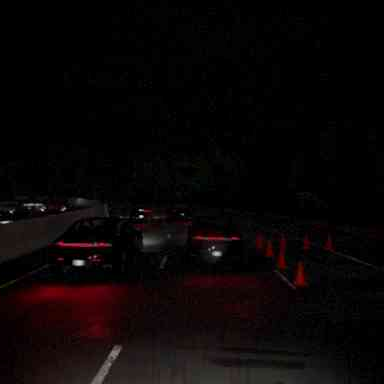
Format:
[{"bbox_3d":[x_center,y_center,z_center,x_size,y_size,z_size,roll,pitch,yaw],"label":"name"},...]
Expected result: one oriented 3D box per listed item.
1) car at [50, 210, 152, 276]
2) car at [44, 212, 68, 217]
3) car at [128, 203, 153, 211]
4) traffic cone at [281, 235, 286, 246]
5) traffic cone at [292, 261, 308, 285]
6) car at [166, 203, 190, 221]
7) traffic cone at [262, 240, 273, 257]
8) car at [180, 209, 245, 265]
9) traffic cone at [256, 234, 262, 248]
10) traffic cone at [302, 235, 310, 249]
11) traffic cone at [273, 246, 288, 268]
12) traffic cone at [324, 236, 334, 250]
[{"bbox_3d":[-2.757,1.540,10.560,2.128,1.511,4.902,1,-1,0],"label":"car"},{"bbox_3d":[-11.877,1.397,29.343,2.097,1.767,4.553,1,-1,-12],"label":"car"},{"bbox_3d":[-4.435,1.698,28.691,1.837,1.490,4.892,2,-1,-10],"label":"car"},{"bbox_3d":[4.022,2.186,14.654,0.340,0.580,0.340,1,-1,2],"label":"traffic cone"},{"bbox_3d":[2.829,2.102,8.689,0.340,0.580,0.340,1,-1,2],"label":"traffic cone"},{"bbox_3d":[-1.218,1.755,30.443,1.882,1.535,5.008,1,-1,-11],"label":"car"},{"bbox_3d":[2.958,2.144,12.687,0.340,0.580,0.340,1,-1,2],"label":"traffic cone"},{"bbox_3d":[0.724,1.629,12.235,2.128,1.511,4.902,1,-1,0],"label":"car"},{"bbox_3d":[3.022,2.165,14.686,0.340,0.580,0.340,1,-1,2],"label":"traffic cone"},{"bbox_3d":[5.021,2.206,14.621,0.340,0.580,0.340,1,-1,2],"label":"traffic cone"},{"bbox_3d":[2.894,2.123,10.688,0.340,0.580,0.340,1,-1,2],"label":"traffic cone"},{"bbox_3d":[6.020,2.226,14.589,0.340,0.580,0.340,1,-1,2],"label":"traffic cone"}]
